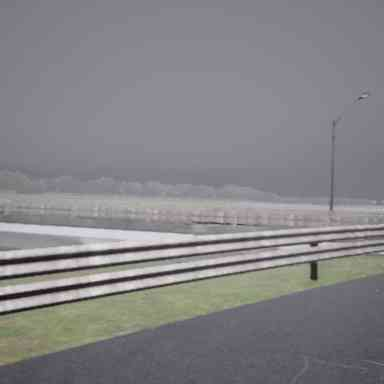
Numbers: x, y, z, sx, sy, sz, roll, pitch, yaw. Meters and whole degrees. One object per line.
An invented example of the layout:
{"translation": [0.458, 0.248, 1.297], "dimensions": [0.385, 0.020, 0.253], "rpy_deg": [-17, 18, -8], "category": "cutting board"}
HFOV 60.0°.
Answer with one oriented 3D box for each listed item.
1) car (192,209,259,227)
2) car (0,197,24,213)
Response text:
{"translation": [2.416, 1.871, 23.301], "dimensions": [4.718, 1.301, 1.895], "rpy_deg": [2, -1, 9], "category": "car"}
{"translation": [-18.833, 1.273, 32.959], "dimensions": [4.674, 1.442, 1.812], "rpy_deg": [1, -1, 22], "category": "car"}
